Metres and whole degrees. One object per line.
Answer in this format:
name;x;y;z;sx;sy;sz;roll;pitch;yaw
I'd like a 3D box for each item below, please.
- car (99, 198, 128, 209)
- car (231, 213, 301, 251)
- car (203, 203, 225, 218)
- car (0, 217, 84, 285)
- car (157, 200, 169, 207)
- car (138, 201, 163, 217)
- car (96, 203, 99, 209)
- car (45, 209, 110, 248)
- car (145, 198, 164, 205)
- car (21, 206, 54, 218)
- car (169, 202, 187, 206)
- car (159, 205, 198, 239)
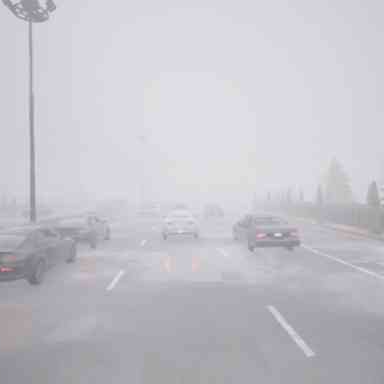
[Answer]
car;-11.150;1.968;48.746;2.150;2.045;5.566;-2;-1;8
car;3.022;1.636;14.599;2.033;1.411;5.357;-1;-1;-3
car;2.207;1.851;33.820;2.033;1.411;5.357;-1;0;-1
car;-4.918;1.735;9.946;1.812;1.442;4.674;-1;-1;-3
car;-4.285;1.930;47.788;2.097;1.767;4.553;-1;-1;8
car;-4.820;2.095;38.024;1.895;1.301;4.718;-1;-1;2
car;-13.731;2.095;54.936;2.150;2.045;5.566;-2;-1;11
car;-5.199;1.803;15.939;1.812;1.442;4.674;-1;-1;-3
car;-9.077;2.304;80.956;2.128;1.511;4.902;-2;-1;26
car;-18.831;2.433;40.739;1.895;1.301;4.718;-1;-1;3
car;-1.250;1.922;38.106;1.837;1.490;4.892;-1;0;1
car;-0.678;1.736;18.819;1.812;1.442;4.674;-1;0;-3
